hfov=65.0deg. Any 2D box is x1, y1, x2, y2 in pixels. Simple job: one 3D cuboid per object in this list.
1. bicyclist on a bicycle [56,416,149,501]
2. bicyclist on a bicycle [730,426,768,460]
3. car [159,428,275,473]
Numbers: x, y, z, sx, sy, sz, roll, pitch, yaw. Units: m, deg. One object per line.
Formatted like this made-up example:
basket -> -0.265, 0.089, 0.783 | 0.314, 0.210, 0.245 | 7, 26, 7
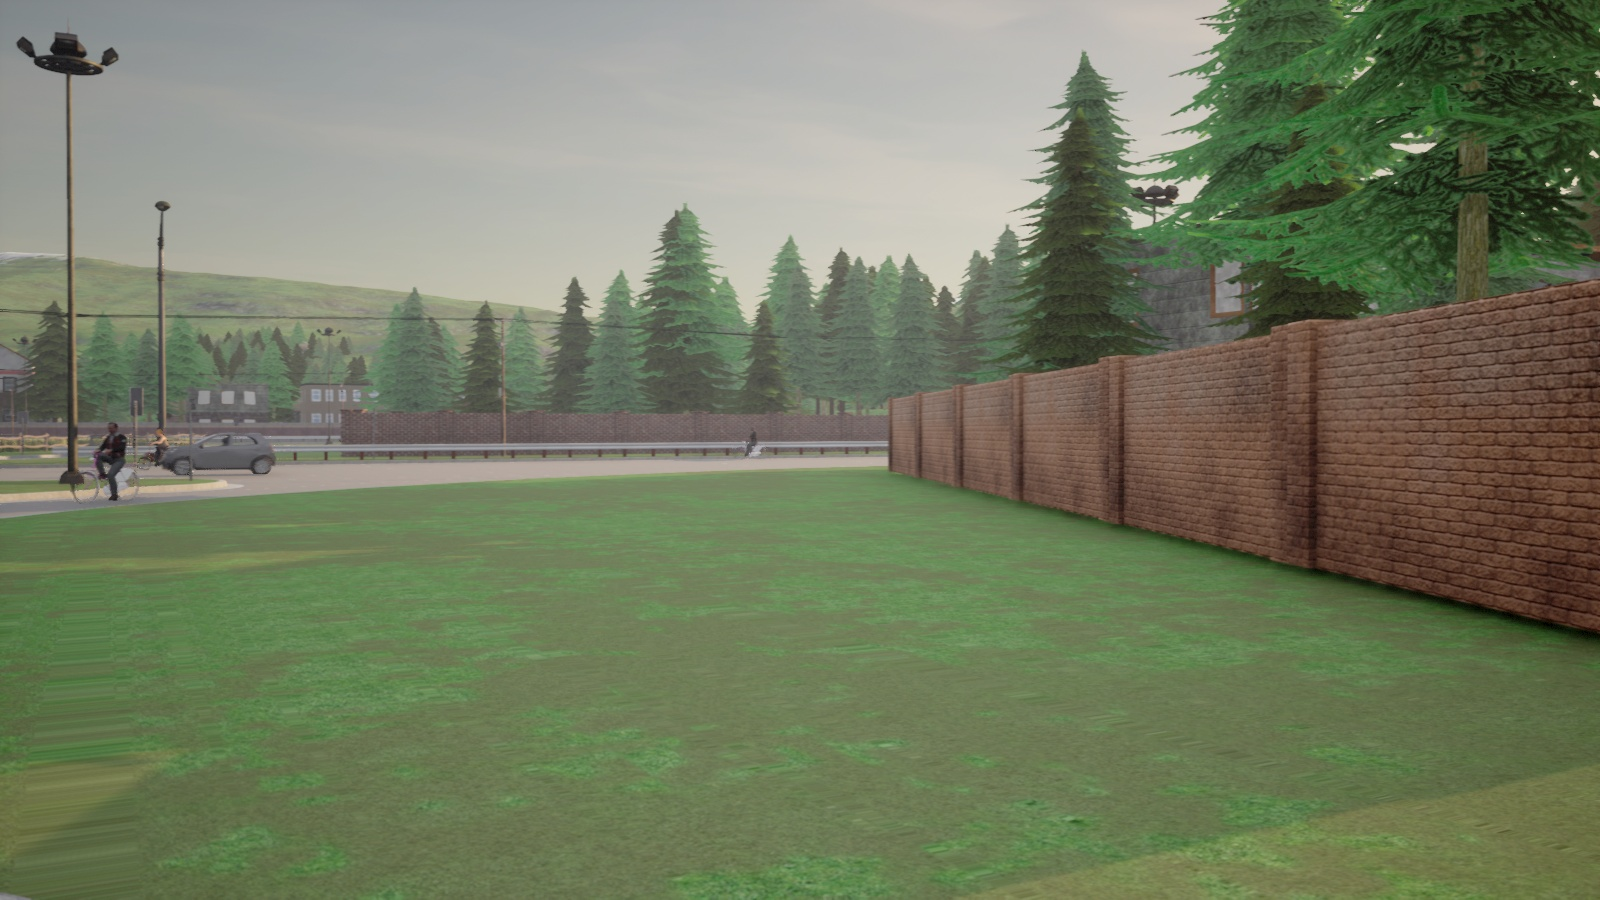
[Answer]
bicyclist on a bicycle -> -15.005, 0.167, 27.079 | 0.659, 1.776, 1.843 | 1, 1, 14
bicyclist on a bicycle -> -2.642, -0.373, 65.252 | 1.843, 1.776, 0.659 | 0, 1, -28
car -> -20.470, 0.004, 44.094 | 3.633, 1.501, 1.845 | 0, 1, -28
